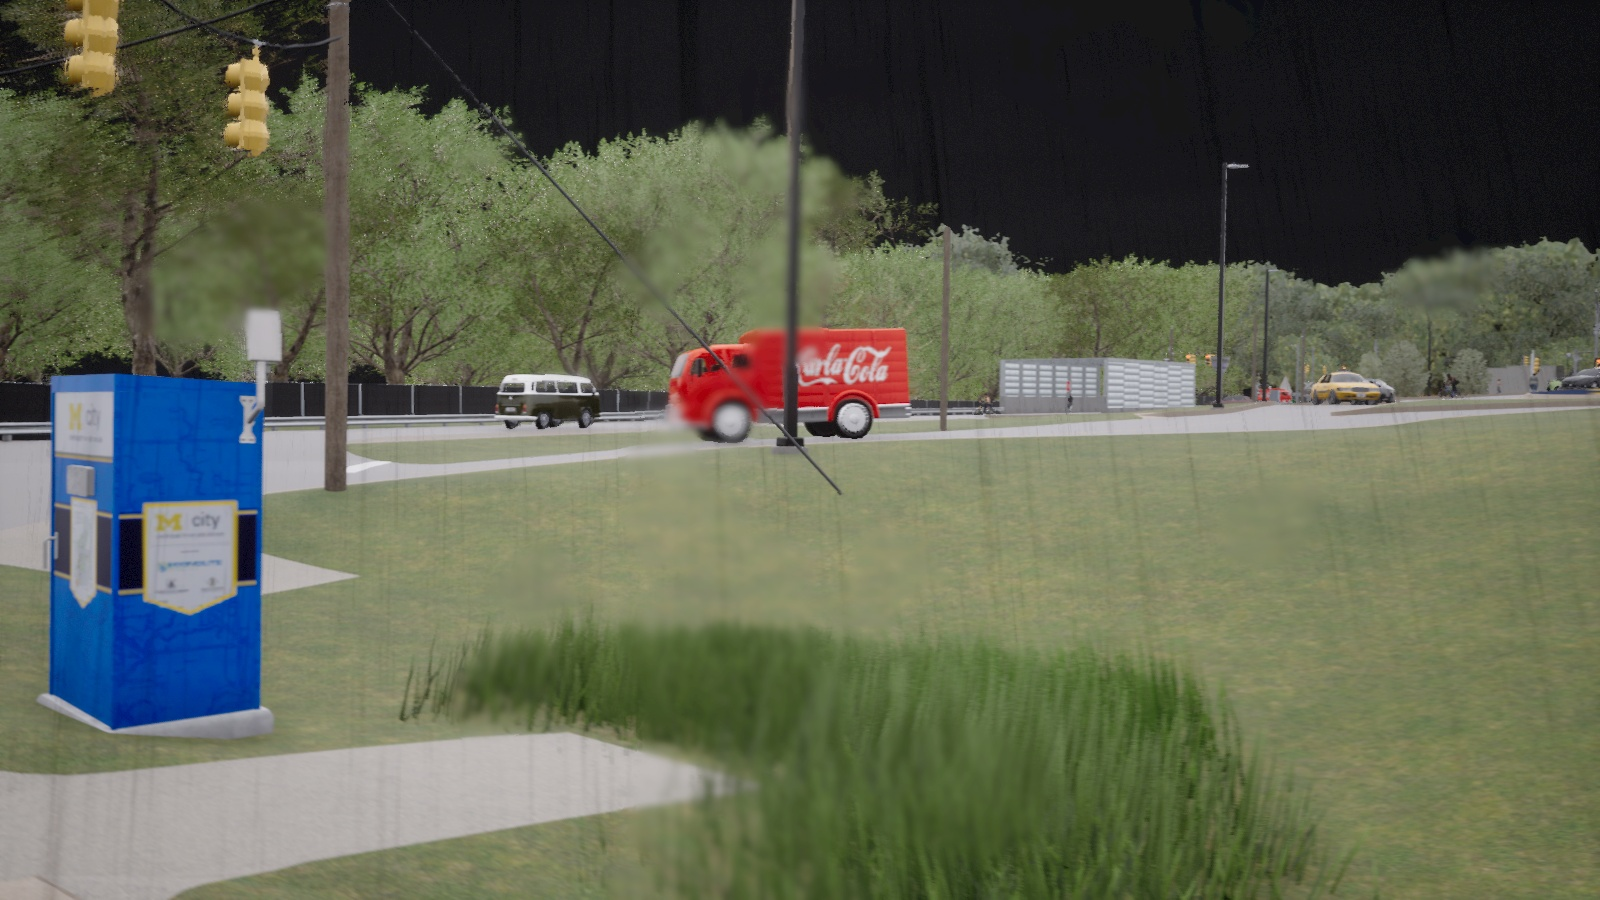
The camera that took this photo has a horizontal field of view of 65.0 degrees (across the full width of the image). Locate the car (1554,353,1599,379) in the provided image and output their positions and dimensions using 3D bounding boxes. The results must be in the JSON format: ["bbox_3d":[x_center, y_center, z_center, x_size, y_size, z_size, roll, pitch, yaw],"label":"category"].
[{"bbox_3d":[50.495,-5.375,79.888,4.892,1.490,1.837,-4,3,-24],"label":"car"}]

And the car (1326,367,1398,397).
[{"bbox_3d":[29.010,-3.496,64.745,4.674,1.442,1.812,-3,3,-44],"label":"car"}]

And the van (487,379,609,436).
[{"bbox_3d":[-9.521,-1.649,47.813,2.069,2.038,4.480,1,3,29],"label":"van"}]

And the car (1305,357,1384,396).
[{"bbox_3d":[23.116,-3.101,53.537,1.801,1.575,5.366,0,2,9],"label":"car"}]

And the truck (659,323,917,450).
[{"bbox_3d":[-0.325,-1.431,28.365,5.204,2.467,2.627,-4,2,-16],"label":"truck"}]
